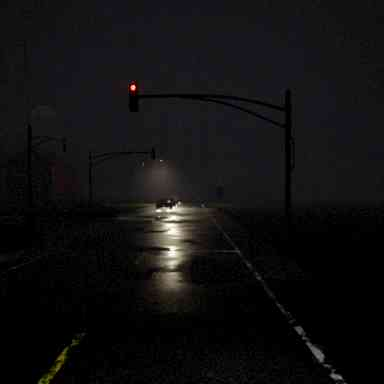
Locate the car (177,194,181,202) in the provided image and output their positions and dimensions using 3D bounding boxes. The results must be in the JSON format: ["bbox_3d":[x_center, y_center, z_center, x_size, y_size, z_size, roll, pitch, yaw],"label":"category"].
[{"bbox_3d":[-3.562,1.416,62.482,1.882,1.535,5.008,0,0,1],"label":"car"}]

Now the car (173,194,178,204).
[{"bbox_3d":[-3.581,1.479,53.131,1.812,1.442,4.674,0,0,0],"label":"car"}]

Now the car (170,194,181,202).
[{"bbox_3d":[-3.501,1.266,72.458,2.097,1.767,4.553,0,0,0],"label":"car"}]

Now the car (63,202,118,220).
[{"bbox_3d":[-8.082,1.483,26.702,4.181,1.385,1.994,0,1,-24],"label":"car"}]

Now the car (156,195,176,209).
[{"bbox_3d":[-3.591,1.530,44.470,1.994,1.385,4.181,0,0,0],"label":"car"}]

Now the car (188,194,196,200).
[{"bbox_3d":[-0.004,1.387,86.362,1.837,1.490,4.892,0,0,0],"label":"car"}]
